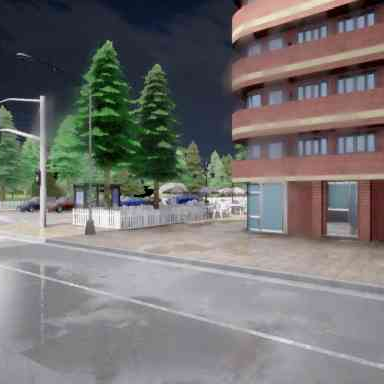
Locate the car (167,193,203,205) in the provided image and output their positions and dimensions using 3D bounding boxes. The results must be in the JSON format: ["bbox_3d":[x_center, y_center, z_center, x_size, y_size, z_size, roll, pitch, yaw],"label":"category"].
[{"bbox_3d":[-1.415,1.166,51.748,5.566,2.045,2.150,0,0,-44],"label":"car"}]

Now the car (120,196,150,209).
[{"bbox_3d":[-8.237,1.422,43.557,1.882,1.535,5.008,0,0,37],"label":"car"}]

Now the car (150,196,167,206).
[{"bbox_3d":[-6.673,1.449,51.037,1.837,1.490,4.892,0,0,41],"label":"car"}]

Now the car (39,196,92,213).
[{"bbox_3d":[-13.645,1.296,36.113,2.097,1.767,4.553,0,0,36],"label":"car"}]

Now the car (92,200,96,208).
[{"bbox_3d":[-12.095,1.508,44.222,1.994,1.385,4.181,0,0,35],"label":"car"}]

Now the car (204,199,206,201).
[{"bbox_3d":[0.474,1.508,57.901,4.181,1.385,1.994,0,0,-37],"label":"car"}]

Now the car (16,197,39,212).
[{"bbox_3d":[-17.130,1.296,37.251,2.097,1.767,4.553,0,0,35],"label":"car"}]
